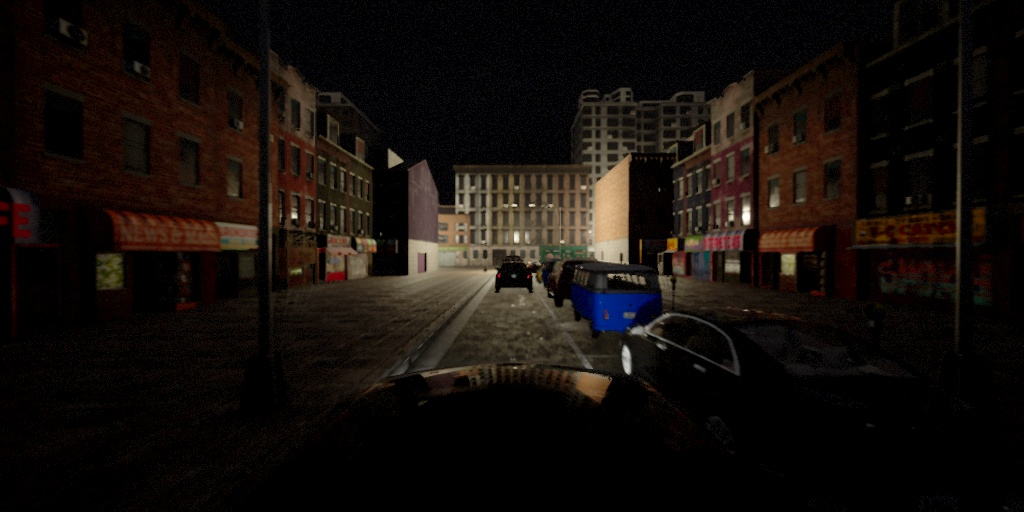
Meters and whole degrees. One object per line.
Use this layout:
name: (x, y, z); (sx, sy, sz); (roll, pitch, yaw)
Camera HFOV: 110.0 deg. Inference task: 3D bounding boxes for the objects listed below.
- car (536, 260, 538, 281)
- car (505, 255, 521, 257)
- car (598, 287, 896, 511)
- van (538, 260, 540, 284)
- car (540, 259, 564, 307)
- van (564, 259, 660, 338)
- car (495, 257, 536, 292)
car: (2.641, 1.258, 26.473); (1.751, 1.417, 4.829); (0, 0, 0)
car: (0.106, 0.945, 38.386); (2.150, 2.045, 5.566); (0, 0, 0)
car: (2.638, 1.299, 4.401); (2.007, 1.370, 4.403); (0, 0, 0)
van: (2.640, 1.078, 20.827); (1.690, 1.789, 3.998); (0, 0, 0)
car: (2.640, 1.055, 15.352); (2.192, 1.841, 5.009); (0, 0, 0)
van: (2.639, 1.085, 9.876); (1.690, 1.789, 3.998); (0, 0, 0)
car: (0.104, 1.090, 21.158); (2.097, 1.767, 4.553); (0, 0, 0)
